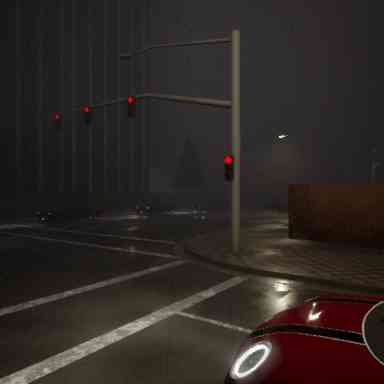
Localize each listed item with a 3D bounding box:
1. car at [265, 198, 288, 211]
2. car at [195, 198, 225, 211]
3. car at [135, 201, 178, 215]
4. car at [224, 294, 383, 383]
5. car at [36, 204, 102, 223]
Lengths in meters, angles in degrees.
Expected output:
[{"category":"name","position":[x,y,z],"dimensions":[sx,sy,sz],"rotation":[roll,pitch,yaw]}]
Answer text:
[{"category":"car","position":[10.746,1.492,41.332],"dimensions":[2.128,1.511,4.902],"rotation":[0,0,36]},{"category":"car","position":[2.306,1.491,41.820],"dimensions":[2.128,1.511,4.902],"rotation":[0,0,36]},{"category":"car","position":[-3.538,1.601,33.610],"dimensions":[1.895,1.301,4.718],"rotation":[0,0,35]},{"category":"car","position":[2.449,1.352,2.211],"dimensions":[4.553,1.767,2.097],"rotation":[0,0,36]},{"category":"car","position":[-9.319,1.601,25.455],"dimensions":[1.895,1.301,4.718],"rotation":[0,0,35]}]
